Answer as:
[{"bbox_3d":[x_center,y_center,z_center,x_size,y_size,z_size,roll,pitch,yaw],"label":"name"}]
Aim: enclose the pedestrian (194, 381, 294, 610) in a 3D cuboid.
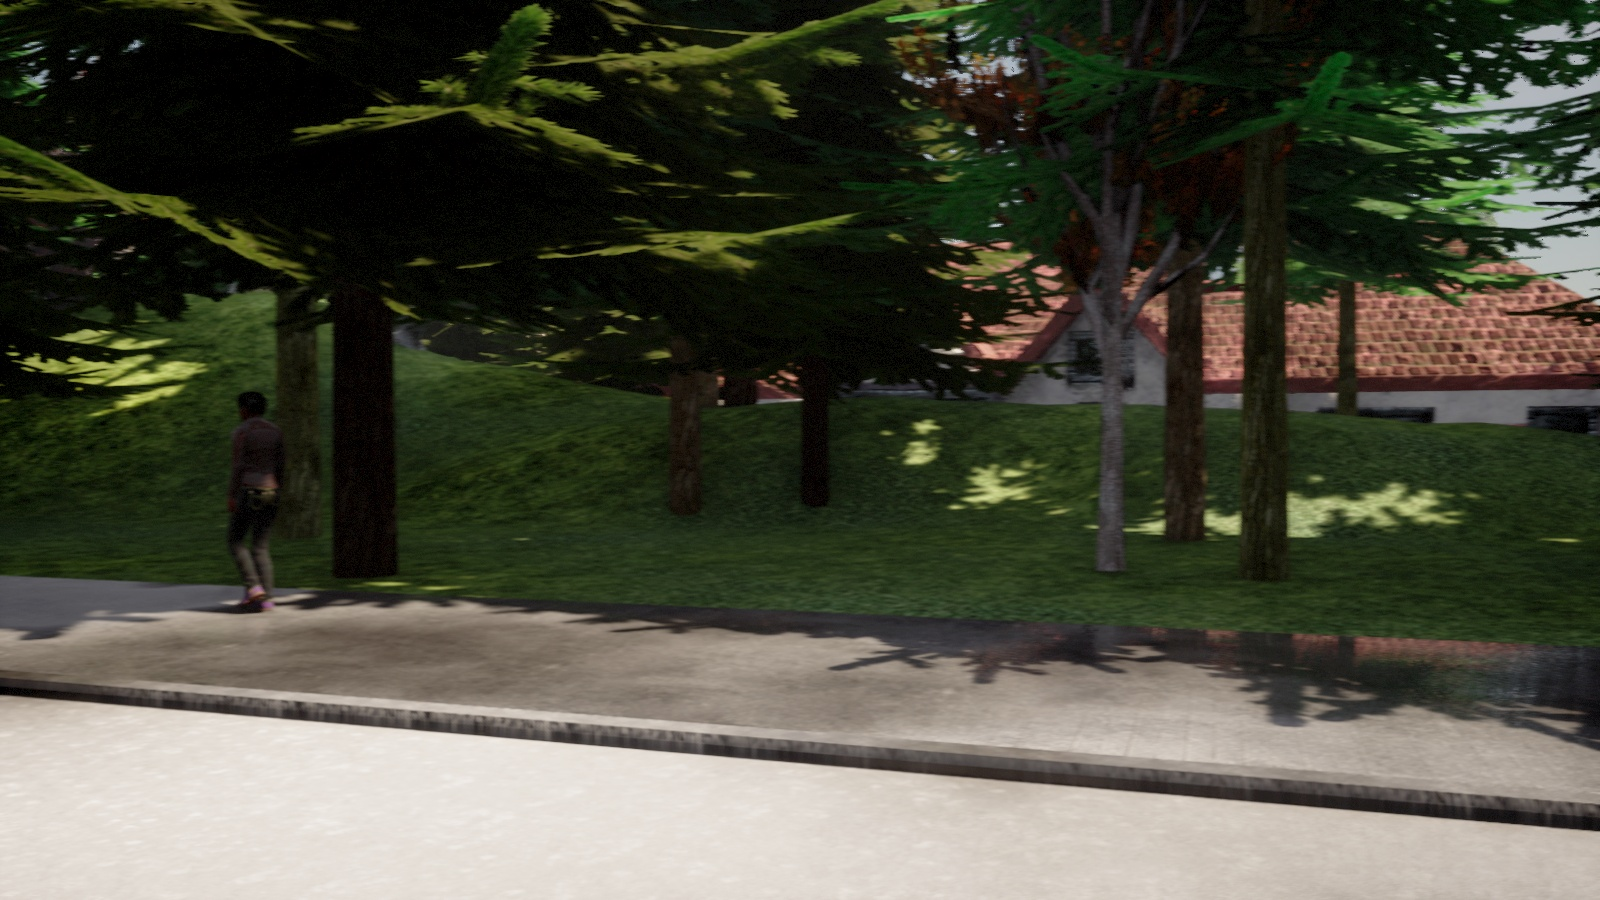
[{"bbox_3d":[-4.557,0.354,10.285,0.869,1.805,0.328,1,1,33],"label":"pedestrian"}]
